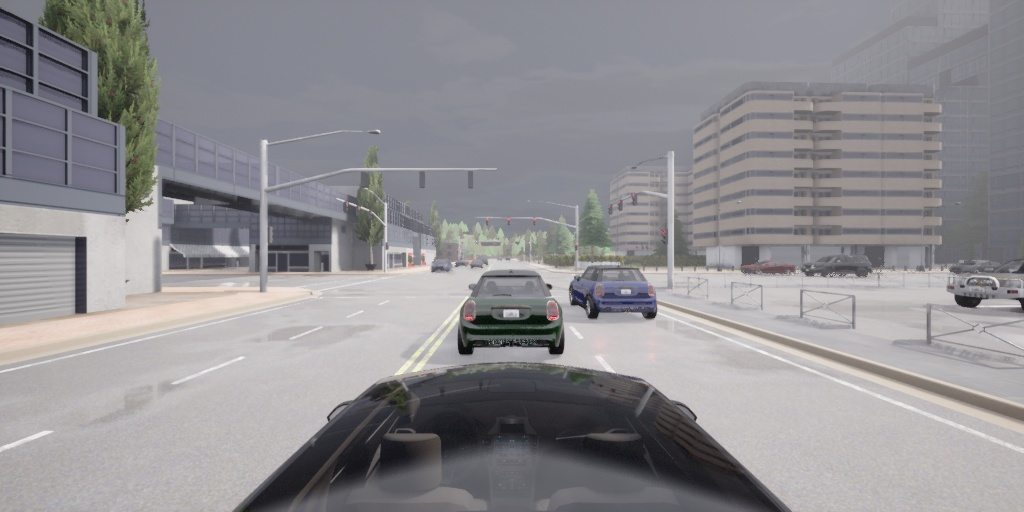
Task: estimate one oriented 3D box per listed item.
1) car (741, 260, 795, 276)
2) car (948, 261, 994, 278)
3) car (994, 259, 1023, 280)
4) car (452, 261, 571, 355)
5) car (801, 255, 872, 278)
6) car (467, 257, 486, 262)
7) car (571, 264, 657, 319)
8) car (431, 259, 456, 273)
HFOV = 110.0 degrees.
[{"bbox_3d":[26.292,1.227,36.923,5.008,1.535,1.882,0,0,-2],"label":"car"},{"bbox_3d":[49.051,1.258,37.698,4.892,1.490,1.837,0,0,-2],"label":"car"},{"bbox_3d":[50.079,1.258,34.226,4.902,1.511,2.128,0,0,-2],"label":"car"},{"bbox_3d":[-0.032,1.102,8.861,2.097,1.767,4.553,0,0,0],"label":"car"},{"bbox_3d":[30.337,0.970,33.574,5.566,2.045,2.150,0,0,-2],"label":"car"},{"bbox_3d":[-5.408,1.254,55.295,1.837,1.490,4.892,0,0,-2],"label":"car"},{"bbox_3d":[3.407,1.102,12.941,2.097,1.767,4.553,0,0,-1],"label":"car"},{"bbox_3d":[-8.477,1.102,43.401,2.097,1.767,4.553,0,0,-2],"label":"car"}]
